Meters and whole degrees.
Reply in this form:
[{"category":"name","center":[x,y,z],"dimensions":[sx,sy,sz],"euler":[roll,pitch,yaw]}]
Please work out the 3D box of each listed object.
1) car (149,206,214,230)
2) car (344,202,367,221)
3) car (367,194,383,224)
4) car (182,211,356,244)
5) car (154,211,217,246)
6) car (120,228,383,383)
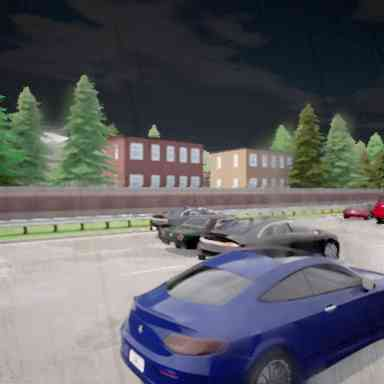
[{"category":"car","center":[0.229,1.461,16.808],"dimensions":[4.902,1.511,2.128],"euler":[0,0,-36]},{"category":"car","center":[13.966,1.482,26.608],"dimensions":[4.181,1.385,1.994],"euler":[0,0,-35]},{"category":"car","center":[14.661,1.144,22.805],"dimensions":[5.566,2.045,2.150],"euler":[0,0,-36]},{"category":"car","center":[2.405,1.468,9.761],"dimensions":[4.902,1.511,2.128],"euler":[0,0,-36]},{"category":"car","center":[1.125,1.575,13.147],"dimensions":[4.718,1.301,1.895],"euler":[0,0,-36]},{"category":"car","center":[1.313,1.514,4.699],"dimensions":[4.674,1.442,1.812],"euler":[0,0,-36]}]
